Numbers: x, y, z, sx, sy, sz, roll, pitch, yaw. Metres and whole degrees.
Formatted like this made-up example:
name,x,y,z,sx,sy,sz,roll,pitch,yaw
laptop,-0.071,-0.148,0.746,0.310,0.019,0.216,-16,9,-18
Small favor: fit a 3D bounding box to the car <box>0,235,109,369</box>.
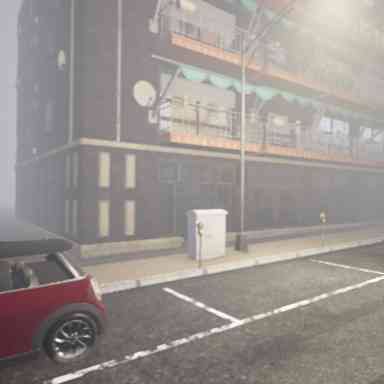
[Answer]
name,x,y,z,sx,sy,sz,roll,pitch,yaw
car,-3.280,1.441,4.203,4.097,1.590,1.967,0,1,-36
